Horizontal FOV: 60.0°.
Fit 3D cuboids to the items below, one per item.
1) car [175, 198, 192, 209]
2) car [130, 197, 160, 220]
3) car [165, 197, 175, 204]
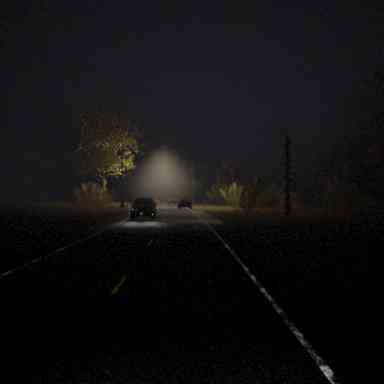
[{"bbox_3d":[-1.172,1.802,53.400,2.097,1.767,4.553,0,0,-5],"label":"car"},{"bbox_3d":[-4.488,1.509,31.369,2.150,2.045,5.566,0,0,-3],"label":"car"},{"bbox_3d":[-4.262,2.028,71.958,1.895,1.301,4.718,0,0,-7],"label":"car"}]
